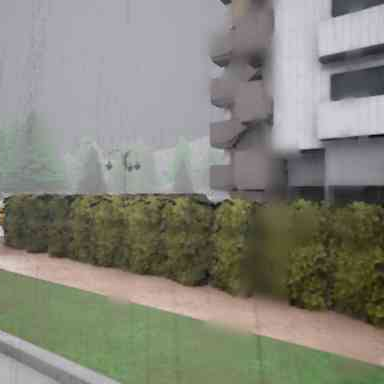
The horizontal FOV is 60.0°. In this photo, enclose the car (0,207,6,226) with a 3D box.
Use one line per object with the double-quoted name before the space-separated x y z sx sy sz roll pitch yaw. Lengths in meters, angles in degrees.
"car" -9.588 1.302 20.507 1.882 1.535 5.008 0 0 37
